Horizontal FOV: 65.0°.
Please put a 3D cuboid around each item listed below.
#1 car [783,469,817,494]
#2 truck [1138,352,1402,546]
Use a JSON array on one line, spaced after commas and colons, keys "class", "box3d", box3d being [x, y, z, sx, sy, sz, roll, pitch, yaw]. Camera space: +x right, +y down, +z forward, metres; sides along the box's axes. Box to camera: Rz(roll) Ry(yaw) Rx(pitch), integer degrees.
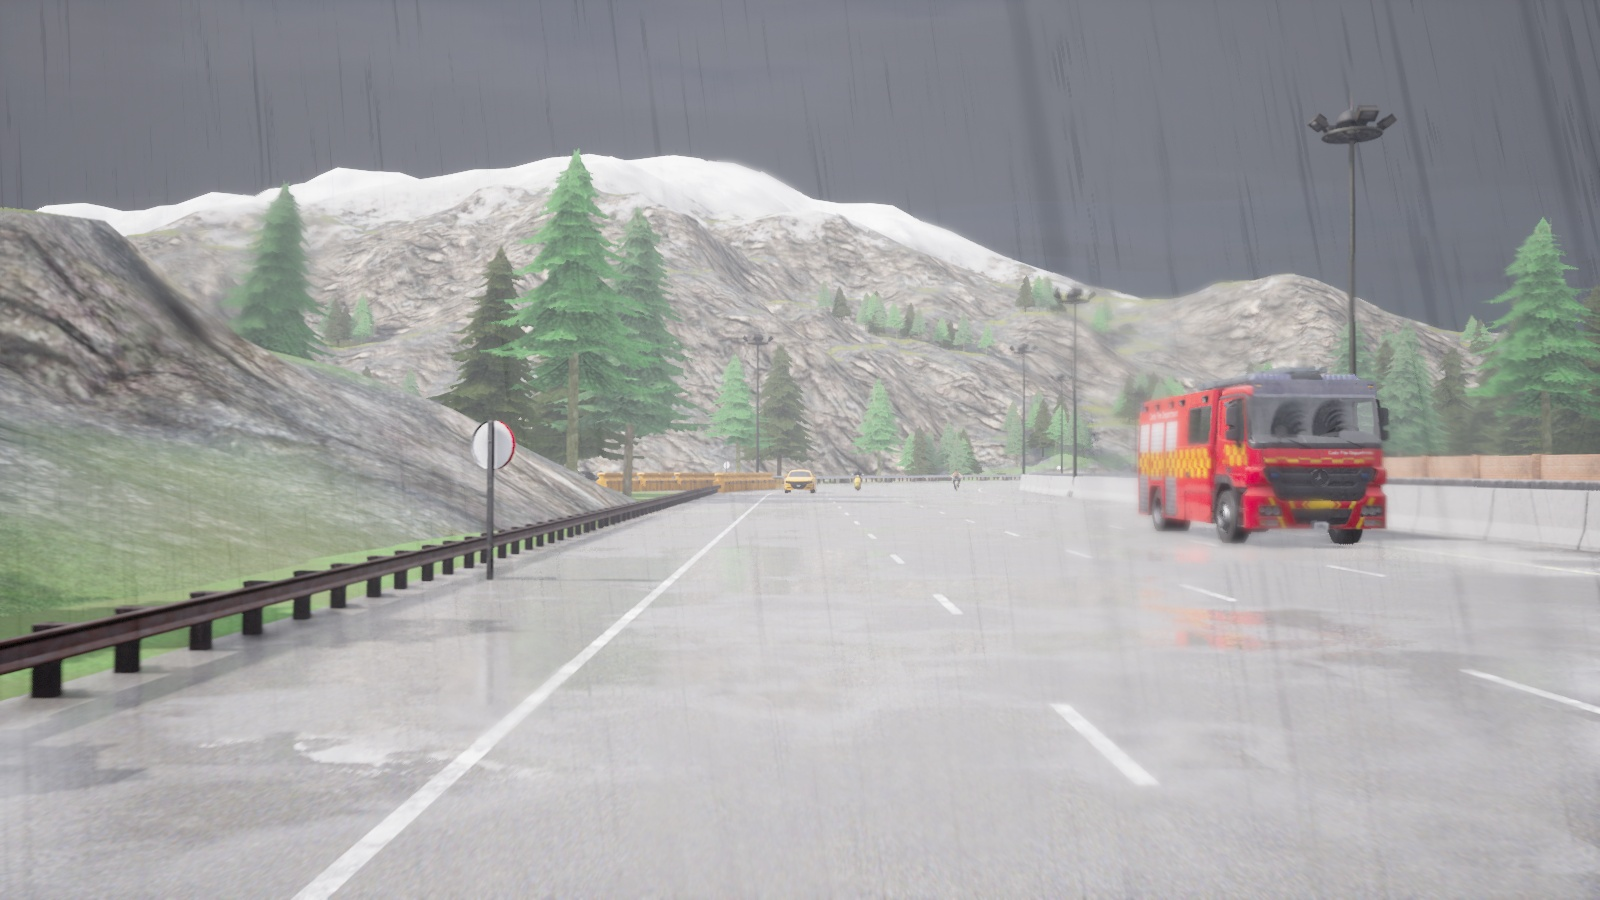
[{"class": "car", "box3d": [0.039, 2.006, 81.115, 1.882, 1.535, 5.008, 0, -1, 3]}, {"class": "truck", "box3d": [10.428, 0.042, 29.080, 2.891, 3.827, 8.468, 0, -1, 0]}]
